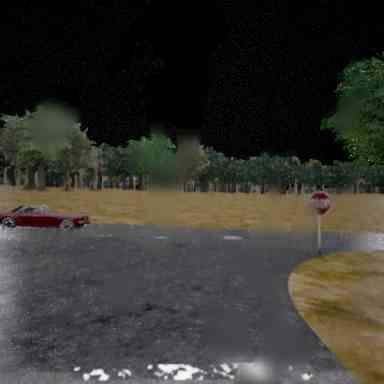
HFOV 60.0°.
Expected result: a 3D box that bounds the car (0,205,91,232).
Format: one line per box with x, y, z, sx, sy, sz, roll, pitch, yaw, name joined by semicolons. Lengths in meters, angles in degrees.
-7.952;1.366;17.801;4.718;1.301;1.895;2;-2;-3;car
